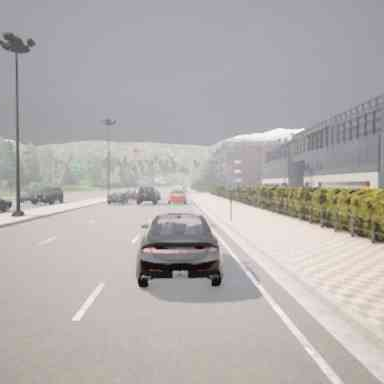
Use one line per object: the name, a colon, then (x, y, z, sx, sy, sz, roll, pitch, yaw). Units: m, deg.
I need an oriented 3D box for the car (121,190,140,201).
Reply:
car: (-9.152, 0.503, 49.657, 2.033, 1.411, 5.357, 0, 1, -2)

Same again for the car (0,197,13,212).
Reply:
car: (-16.269, 1.051, 26.347, 1.895, 1.301, 4.718, 0, 1, -2)

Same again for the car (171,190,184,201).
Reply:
car: (-2.159, 0.450, 49.973, 1.837, 1.490, 4.892, 0, 1, -2)

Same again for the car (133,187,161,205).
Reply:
car: (-5.215, 0.397, 39.119, 2.150, 2.045, 5.566, 0, 1, -2)

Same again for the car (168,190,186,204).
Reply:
car: (-1.745, 0.509, 39.925, 2.097, 1.767, 4.553, 0, 1, -2)

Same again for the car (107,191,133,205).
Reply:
car: (-8.727, 0.719, 39.368, 2.033, 1.411, 5.357, 0, 1, -2)

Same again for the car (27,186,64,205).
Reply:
car: (-16.773, 0.400, 38.937, 2.150, 2.045, 5.566, 0, 2, -4)

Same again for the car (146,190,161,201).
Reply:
car: (-5.655, 0.428, 49.801, 1.882, 1.535, 5.008, 0, 1, -2)

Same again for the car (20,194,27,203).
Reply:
car: (-20.389, 0.661, 43.060, 1.837, 1.490, 4.892, 0, 1, -2)

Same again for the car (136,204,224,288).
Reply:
car: (-0.338, 1.305, 8.747, 2.128, 1.511, 4.902, 0, 1, -3)
